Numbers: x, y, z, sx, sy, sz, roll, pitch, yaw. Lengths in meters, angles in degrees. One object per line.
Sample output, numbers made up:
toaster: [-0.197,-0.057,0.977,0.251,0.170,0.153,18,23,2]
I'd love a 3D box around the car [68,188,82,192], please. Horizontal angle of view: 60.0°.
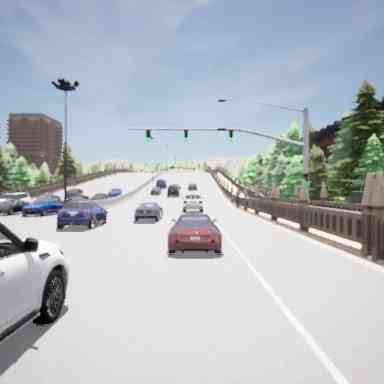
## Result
car: [-20.920,0.130,59.442,1.882,1.535,5.008,0,6,0]

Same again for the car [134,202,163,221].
car: [-3.398,1.518,26.627,2.033,1.411,5.357,0,0,0]

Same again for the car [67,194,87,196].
car: [-14.020,1.407,40.595,1.812,1.442,4.674,0,1,0]

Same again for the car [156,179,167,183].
car: [-6.837,-1.948,74.166,2.150,2.045,5.566,0,7,0]

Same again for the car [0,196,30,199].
car: [-17.555,1.451,32.340,2.128,1.511,4.902,0,0,0]

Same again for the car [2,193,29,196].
car: [-21.014,1.136,38.998,2.150,2.045,5.566,0,1,1]

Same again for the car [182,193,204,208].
car: [0.104,1.168,36.728,2.150,2.045,5.566,0,0,0]

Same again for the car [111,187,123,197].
car: [-13.914,0.002,60.591,1.882,1.535,5.008,0,6,0]

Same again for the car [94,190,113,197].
car: [-13.971,0.901,50.464,1.882,1.535,5.008,0,4,0]

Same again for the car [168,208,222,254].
car: [0.101,1.550,13.377,1.994,1.385,4.181,0,0,0]

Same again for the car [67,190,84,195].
car: [-17.465,0.960,51.413,1.895,1.301,4.718,0,4,0]

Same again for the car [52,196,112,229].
car: [-6.899,1.330,21.376,2.097,1.767,4.553,0,0,0]

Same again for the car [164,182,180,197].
car: [-3.410,-0.332,61.215,2.150,2.045,5.566,0,7,0]

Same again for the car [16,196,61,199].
car: [-14.065,1.439,31.287,1.882,1.535,5.008,0,0,0]

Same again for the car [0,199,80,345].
car: [-3.397,1.219,3.953,2.150,2.045,5.566,0,0,0]

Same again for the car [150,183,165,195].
car: [-6.895,-0.307,63.818,2.033,1.411,5.357,0,7,0]

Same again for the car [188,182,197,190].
car: [0.148,-1.313,71.530,2.128,1.511,4.902,0,7,0]
